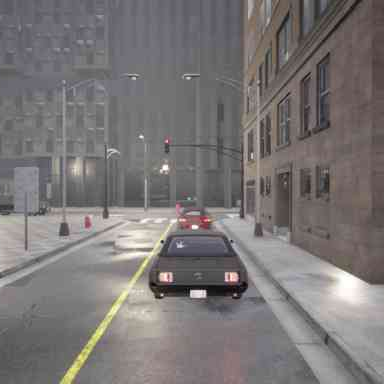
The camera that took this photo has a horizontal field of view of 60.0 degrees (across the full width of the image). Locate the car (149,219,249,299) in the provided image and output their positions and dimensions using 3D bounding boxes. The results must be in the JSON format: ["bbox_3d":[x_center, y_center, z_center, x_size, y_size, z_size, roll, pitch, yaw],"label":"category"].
[{"bbox_3d":[0.121,1.600,8.382,1.895,1.301,4.718,0,0,0],"label":"car"}]

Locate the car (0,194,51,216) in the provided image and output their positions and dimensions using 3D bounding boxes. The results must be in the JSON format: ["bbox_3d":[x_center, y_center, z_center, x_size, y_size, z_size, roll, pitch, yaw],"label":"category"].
[{"bbox_3d":[-15.815,1.199,30.135,5.566,2.045,2.150,0,0,0],"label":"car"}]

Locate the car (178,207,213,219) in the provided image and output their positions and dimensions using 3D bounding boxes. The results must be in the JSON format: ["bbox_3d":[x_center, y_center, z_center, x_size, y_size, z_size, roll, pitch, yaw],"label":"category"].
[{"bbox_3d":[0.172,1.525,18.392,1.812,1.442,4.674,0,0,1],"label":"car"}]
